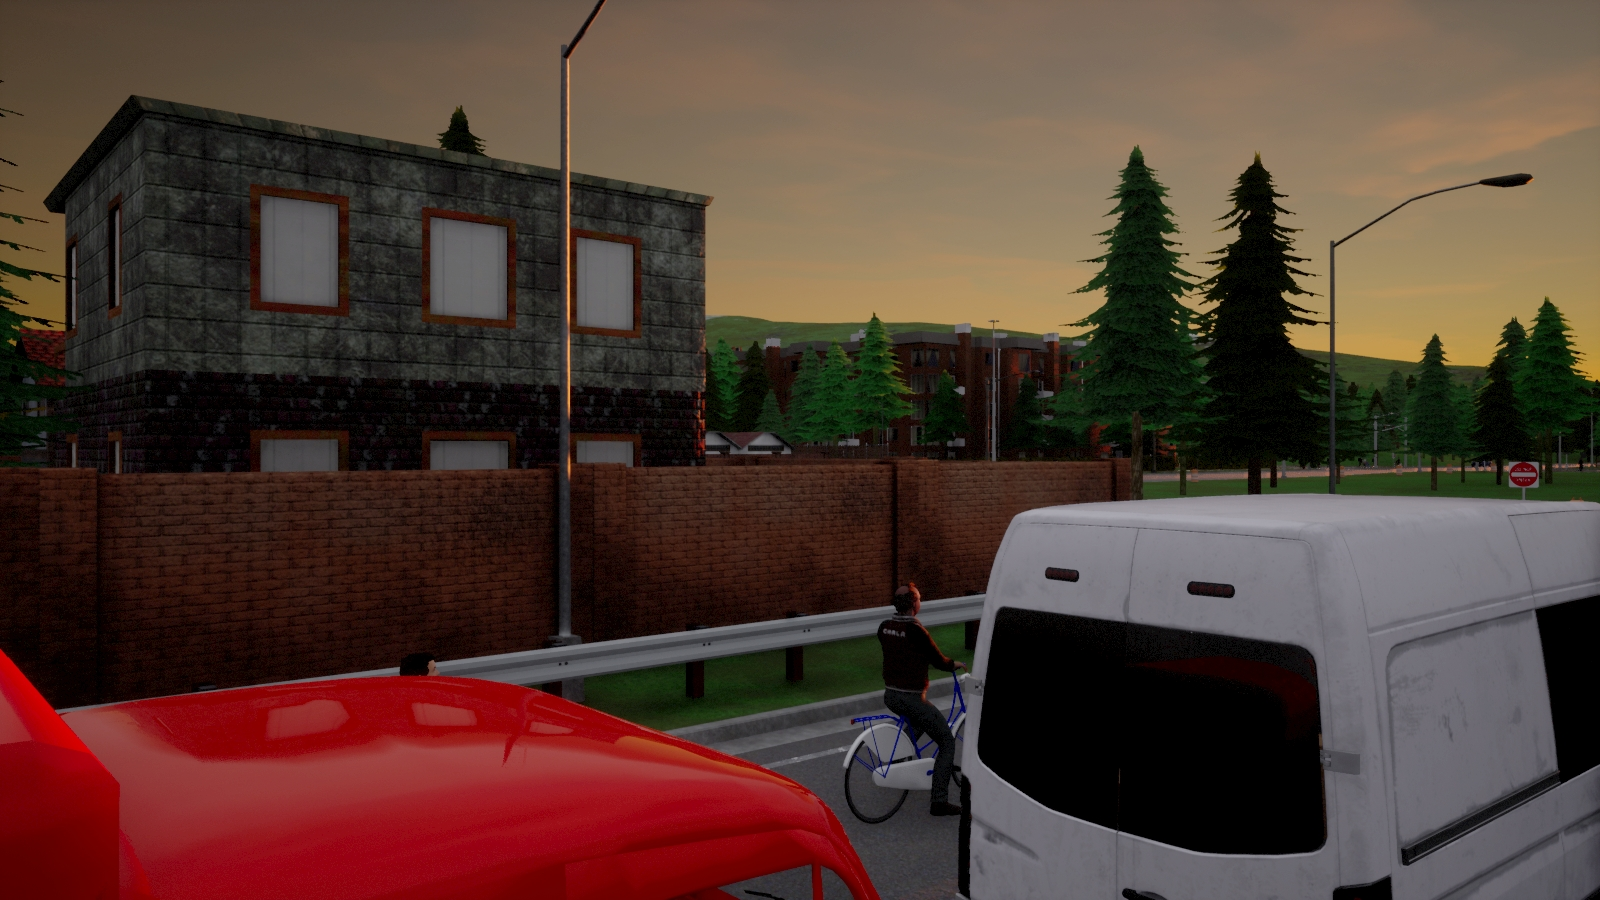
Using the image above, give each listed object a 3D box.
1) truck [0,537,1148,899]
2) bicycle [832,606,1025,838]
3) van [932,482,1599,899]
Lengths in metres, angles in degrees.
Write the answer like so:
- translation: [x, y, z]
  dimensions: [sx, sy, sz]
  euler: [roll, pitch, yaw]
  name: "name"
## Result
- translation: [-2.109, 1.568, 1.686]
  dimensions: [5.204, 2.467, 2.627]
  euler: [0, 0, -40]
  name: "truck"
- translation: [1.045, 2.060, 8.955]
  dimensions: [1.835, 1.471, 0.329]
  euler: [0, 0, -40]
  name: "bicycle"
- translation: [3.509, 1.534, 6.458]
  dimensions: [5.915, 2.561, 1.988]
  euler: [0, 0, -40]
  name: "van"
